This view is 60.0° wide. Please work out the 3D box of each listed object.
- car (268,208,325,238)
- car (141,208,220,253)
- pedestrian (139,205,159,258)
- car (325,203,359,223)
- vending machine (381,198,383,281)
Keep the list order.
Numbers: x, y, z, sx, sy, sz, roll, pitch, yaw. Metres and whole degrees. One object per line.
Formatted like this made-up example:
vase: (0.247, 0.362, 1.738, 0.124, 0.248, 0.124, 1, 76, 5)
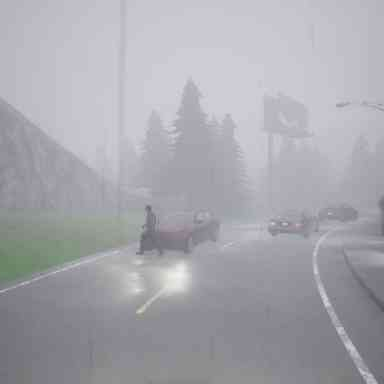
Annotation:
car: (5.545, 1.547, 17.785, 2.033, 1.411, 5.357, 0, 0, 28)
car: (-0.290, 1.478, 13.999, 1.882, 1.535, 5.008, 0, 0, 22)
pedestrian: (-1.466, 1.294, 11.377, 0.375, 1.860, 0.375, 0, 0, 18)
car: (11.497, 1.564, 25.986, 1.994, 1.385, 4.181, 0, 0, 41)
vending machine: (5.320, 1.195, 8.062, 1.100, 2.100, 0.880, 0, 0, 17)
